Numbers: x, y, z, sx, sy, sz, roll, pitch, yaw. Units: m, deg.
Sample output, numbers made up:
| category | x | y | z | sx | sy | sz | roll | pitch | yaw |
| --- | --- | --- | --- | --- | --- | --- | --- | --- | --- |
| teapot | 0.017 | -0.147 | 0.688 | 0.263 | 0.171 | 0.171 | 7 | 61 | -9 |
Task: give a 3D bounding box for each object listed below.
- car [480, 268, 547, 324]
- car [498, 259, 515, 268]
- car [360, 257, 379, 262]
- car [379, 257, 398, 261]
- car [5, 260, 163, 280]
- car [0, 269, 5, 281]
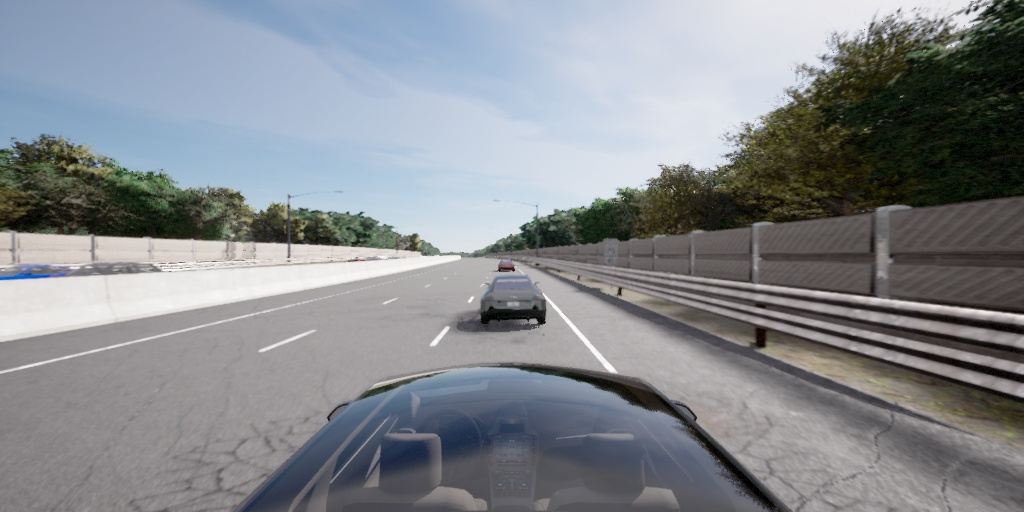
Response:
| category | x | y | z | sx | sy | sz | roll | pitch | yaw |
| --- | --- | --- | --- | --- | --- | --- | --- | --- | --- |
| car | 0.018 | 1.292 | 11.997 | 1.994 | 1.385 | 4.181 | -1 | 1 | -1 |
| car | -0.703 | 1.085 | 44.132 | 1.994 | 1.385 | 4.181 | 0 | 1 | -2 |
| car | -22.447 | 0.894 | 58.097 | 1.994 | 1.385 | 4.181 | 0 | 1 | -2 |
| car | -18.878 | 0.880 | 56.463 | 1.812 | 1.442 | 4.674 | 0 | 1 | -2 |
| car | -17.705 | 1.083 | 15.592 | 2.097 | 1.767 | 4.553 | 0 | 0 | -1 |
| car | -21.226 | 1.324 | 17.473 | 1.895 | 1.301 | 4.718 | 0 | 0 | -1 |
